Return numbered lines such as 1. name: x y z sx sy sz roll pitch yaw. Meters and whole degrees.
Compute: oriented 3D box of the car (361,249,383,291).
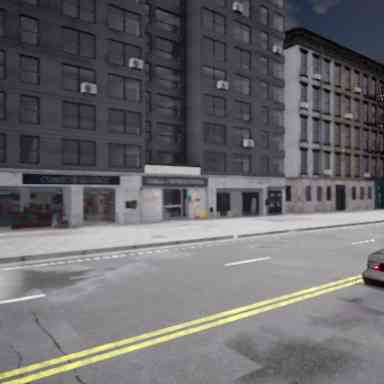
1. car: 6.105 1.563 7.794 5.357 1.411 2.033 0 0 -36
